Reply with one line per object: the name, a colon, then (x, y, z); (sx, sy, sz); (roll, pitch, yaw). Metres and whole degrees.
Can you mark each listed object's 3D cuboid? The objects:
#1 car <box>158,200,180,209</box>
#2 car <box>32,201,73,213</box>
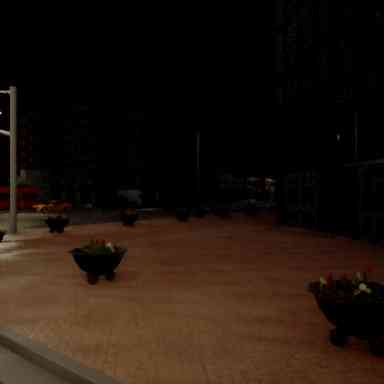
car: (-4.147, 2.183, 60.203); (2.128, 1.511, 4.902); (0, -1, 36)
car: (-17.419, 1.822, 41.612); (1.882, 1.535, 5.008); (0, -1, 35)
